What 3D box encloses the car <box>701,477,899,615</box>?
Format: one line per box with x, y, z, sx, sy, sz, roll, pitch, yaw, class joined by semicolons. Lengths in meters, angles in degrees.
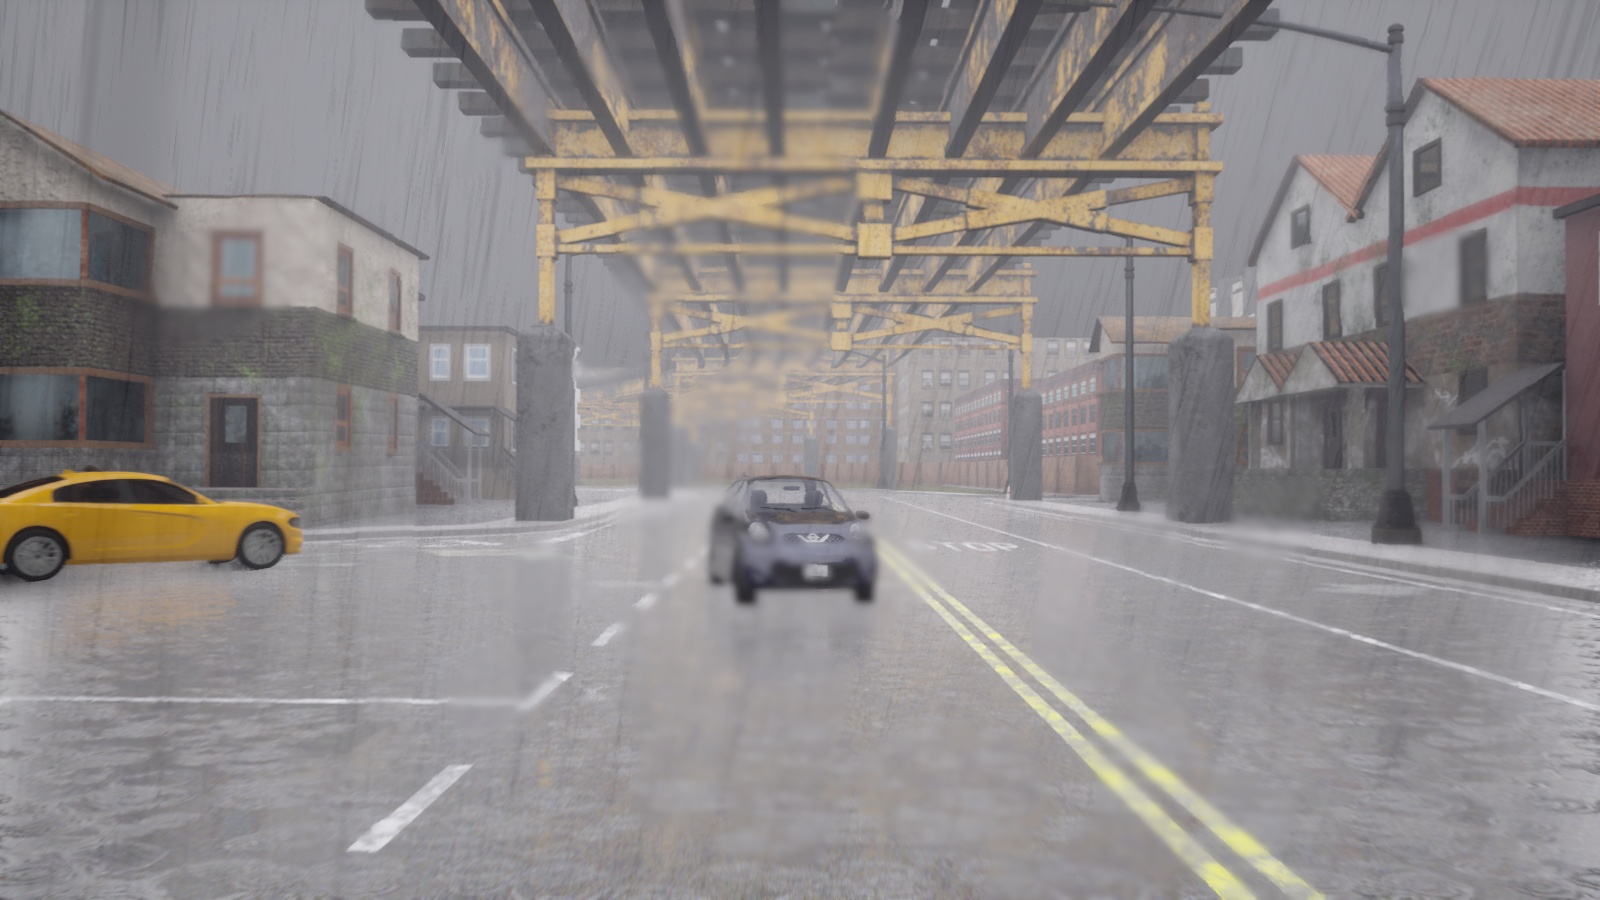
-0.130;1.093;15.757;1.845;1.501;3.633;0;-1;-10;car

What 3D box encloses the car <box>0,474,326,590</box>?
-10.002;1.150;18.959;1.882;1.535;5.008;-1;-1;45;car
